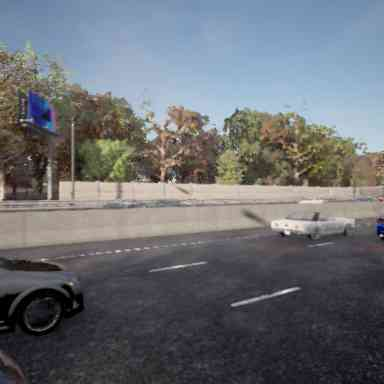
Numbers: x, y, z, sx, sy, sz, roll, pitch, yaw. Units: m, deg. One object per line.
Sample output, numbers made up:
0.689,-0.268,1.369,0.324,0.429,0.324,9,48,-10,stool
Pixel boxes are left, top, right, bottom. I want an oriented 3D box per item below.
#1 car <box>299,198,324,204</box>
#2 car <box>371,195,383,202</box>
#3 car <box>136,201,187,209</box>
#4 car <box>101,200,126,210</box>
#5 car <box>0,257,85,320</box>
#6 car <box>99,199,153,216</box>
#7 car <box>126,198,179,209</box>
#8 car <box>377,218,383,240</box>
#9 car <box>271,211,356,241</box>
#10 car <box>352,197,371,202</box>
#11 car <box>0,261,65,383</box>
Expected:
18.640,1.618,51.614,4.674,1.442,1.812,0,0,-35,car
30.603,1.346,51.534,5.566,2.045,2.150,0,0,-35,car
-1.546,1.578,24.384,4.181,1.385,1.994,0,0,-35,car
-5.821,1.615,29.935,4.718,1.301,1.895,0,0,-35,car
-3.909,1.565,5.255,4.181,1.385,1.994,0,0,-36,car
-6.658,1.508,33.632,4.902,1.511,2.128,0,0,-35,car
-2.746,1.368,27.825,4.553,1.767,2.097,0,0,-35,car
10.654,1.498,15.643,5.008,1.535,1.882,0,0,-36,car
6.266,1.617,16.814,4.718,1.301,1.895,0,0,-36,car
27.709,1.624,53.770,4.892,1.490,1.837,0,0,-35,car
-3.323,1.504,1.377,4.892,1.490,1.837,0,0,-35,car
